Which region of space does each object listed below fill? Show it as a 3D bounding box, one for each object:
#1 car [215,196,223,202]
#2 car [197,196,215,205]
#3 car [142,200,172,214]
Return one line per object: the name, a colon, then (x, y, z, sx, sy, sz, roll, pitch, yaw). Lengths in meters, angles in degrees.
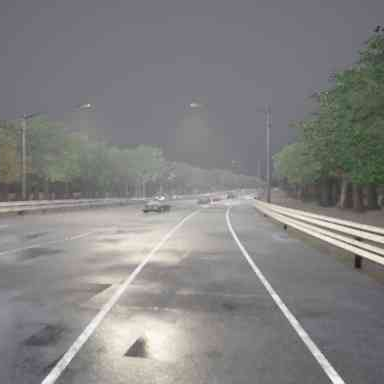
car: (6.091, 1.638, 78.858, 1.895, 1.301, 4.718, 0, 0, 13)
car: (2.307, 1.600, 62.225, 2.033, 1.411, 5.357, 0, 0, 13)
car: (-3.710, 1.602, 35.825, 2.033, 1.411, 5.357, -1, 0, 13)
